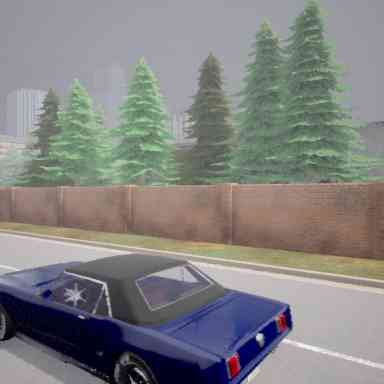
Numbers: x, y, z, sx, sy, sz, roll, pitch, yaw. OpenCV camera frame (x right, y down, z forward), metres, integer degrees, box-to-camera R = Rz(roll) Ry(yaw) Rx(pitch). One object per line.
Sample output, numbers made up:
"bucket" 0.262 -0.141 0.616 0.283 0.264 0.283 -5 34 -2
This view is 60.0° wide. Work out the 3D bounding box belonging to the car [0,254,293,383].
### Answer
"car" -1.153 1.601 4.806 4.718 1.301 1.895 0 0 35
